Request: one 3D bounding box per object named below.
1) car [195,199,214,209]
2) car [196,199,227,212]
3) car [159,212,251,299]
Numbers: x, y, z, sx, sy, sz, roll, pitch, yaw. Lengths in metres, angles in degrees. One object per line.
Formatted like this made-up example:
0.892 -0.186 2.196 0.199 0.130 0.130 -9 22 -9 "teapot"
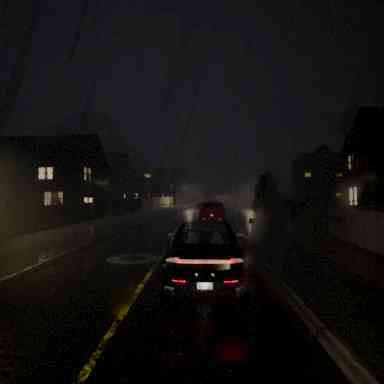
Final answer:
1.816 1.594 45.804 1.895 1.301 4.718 0 0 11 "car"
1.645 1.460 25.552 1.882 1.535 5.008 0 0 6 "car"
0.341 1.490 8.453 2.128 1.511 4.902 0 0 3 "car"
